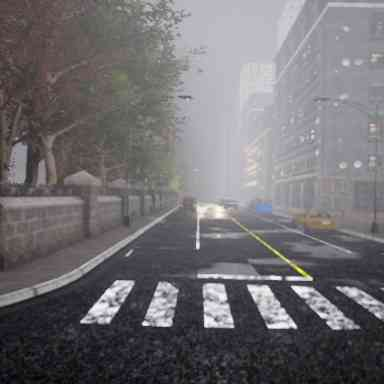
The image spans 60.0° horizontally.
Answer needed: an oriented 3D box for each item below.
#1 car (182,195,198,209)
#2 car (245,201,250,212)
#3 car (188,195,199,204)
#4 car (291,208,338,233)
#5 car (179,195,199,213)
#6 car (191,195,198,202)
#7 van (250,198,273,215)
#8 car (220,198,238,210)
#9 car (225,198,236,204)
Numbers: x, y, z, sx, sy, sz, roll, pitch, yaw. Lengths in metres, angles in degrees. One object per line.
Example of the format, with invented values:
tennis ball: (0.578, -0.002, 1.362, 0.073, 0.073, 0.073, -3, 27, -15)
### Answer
car: (-0.177, 1.450, 48.779, 2.192, 1.841, 5.009, 2, 0, 1)
car: (8.080, 1.741, 43.068, 1.967, 1.590, 4.097, 2, 0, 1)
car: (0.286, 1.559, 70.929, 2.192, 1.841, 5.009, 2, 0, 1)
car: (7.618, 1.724, 21.087, 1.752, 1.417, 4.829, 2, 0, 1)
car: (-0.412, 1.522, 37.704, 1.967, 1.590, 4.097, 2, 0, 1)
car: (0.745, 1.799, 93.078, 1.967, 1.590, 4.097, 2, 0, 1)
van: (7.967, 1.616, 37.531, 1.690, 1.788, 3.998, 2, 0, 1)
car: (5.589, 1.756, 48.031, 2.128, 1.511, 4.902, 1, 0, 1)
car: (8.771, 2.016, 76.292, 2.008, 1.369, 4.403, 2, 0, 1)
